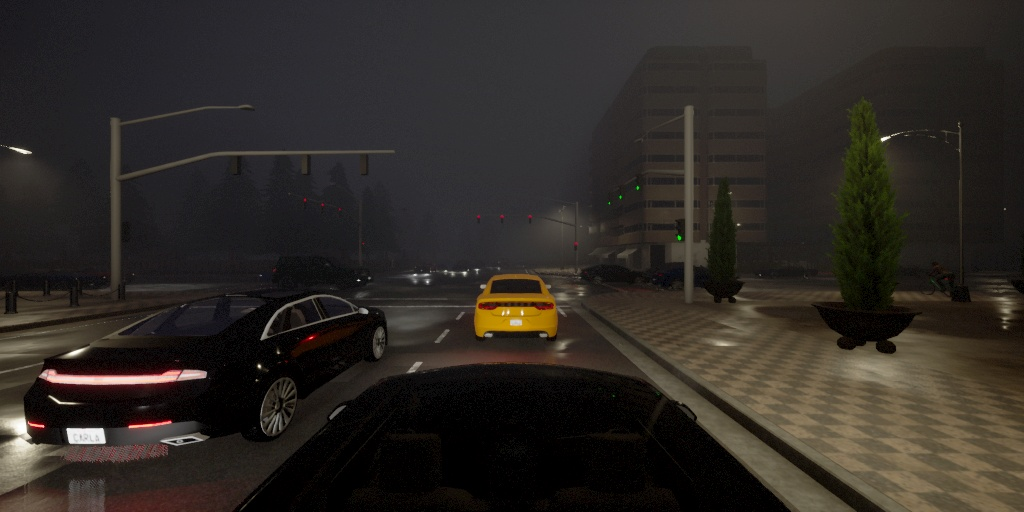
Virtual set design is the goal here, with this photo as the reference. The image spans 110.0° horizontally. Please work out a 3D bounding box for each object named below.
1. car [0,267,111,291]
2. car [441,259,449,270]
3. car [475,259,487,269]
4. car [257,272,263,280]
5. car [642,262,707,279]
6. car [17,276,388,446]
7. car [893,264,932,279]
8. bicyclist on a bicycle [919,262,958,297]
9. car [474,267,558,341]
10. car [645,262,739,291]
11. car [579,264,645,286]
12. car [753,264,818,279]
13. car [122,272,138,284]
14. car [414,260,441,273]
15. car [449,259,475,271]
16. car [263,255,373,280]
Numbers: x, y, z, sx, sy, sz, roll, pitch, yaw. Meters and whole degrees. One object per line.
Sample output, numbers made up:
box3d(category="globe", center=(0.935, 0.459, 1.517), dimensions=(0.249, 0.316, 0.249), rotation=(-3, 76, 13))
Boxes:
box3d(category="car", center=(-27.591, 1.406, 21.668), dimensions=(4.718, 1.301, 1.895), rotation=(0, 0, 0))
box3d(category="car", center=(-9.795, 1.228, 52.998), dimensions=(1.882, 1.535, 5.008), rotation=(0, 0, 7))
box3d(category="car", center=(-5.515, 1.255, 57.731), dimensions=(1.837, 1.490, 4.892), rotation=(0, 0, 15))
box3d(category="car", center=(-14.730, 1.333, 25.213), dimensions=(5.357, 1.411, 2.033), rotation=(-1, 0, 0))
box3d(category="car", center=(14.633, 1.283, 32.501), dimensions=(5.008, 1.535, 1.882), rotation=(0, 0, 0))
box3d(category="car", center=(-3.425, 1.242, 5.325), dimensions=(2.128, 1.511, 4.902), rotation=(0, 0, 0))
box3d(category="car", center=(34.909, 1.406, 32.554), dimensions=(4.718, 1.301, 1.895), rotation=(0, 0, 0))
box3d(category="bicyclist on a bicycle", center=(20.280, 1.106, 17.035), dimensions=(0.582, 1.620, 1.656), rotation=(0, 0, 0))
box3d(category="car", center=(0.103, 1.228, 9.909), dimensions=(1.882, 1.535, 5.008), rotation=(0, 0, 0))
box3d(category="car", center=(11.090, 1.284, 21.790), dimensions=(5.008, 1.535, 1.882), rotation=(0, 0, 0))
box3d(category="car", center=(7.211, 1.296, 25.280), dimensions=(4.892, 1.490, 1.837), rotation=(1, 0, 0))
box3d(category="car", center=(24.709, 1.406, 32.531), dimensions=(4.718, 1.301, 1.895), rotation=(0, 0, 0))
box3d(category="car", center=(-29.457, 1.406, 25.162), dimensions=(4.718, 1.301, 1.895), rotation=(0, 0, 0))
box3d(category="car", center=(-10.387, 1.351, 43.613), dimensions=(1.895, 1.301, 4.718), rotation=(0, 0, 1))
box3d(category="car", center=(-6.678, 1.228, 48.397), dimensions=(1.882, 1.535, 5.008), rotation=(0, 0, 3))
box3d(category="car", center=(-11.411, 0.980, 21.723), dimensions=(5.566, 2.045, 2.150), rotation=(0, 0, 0))
